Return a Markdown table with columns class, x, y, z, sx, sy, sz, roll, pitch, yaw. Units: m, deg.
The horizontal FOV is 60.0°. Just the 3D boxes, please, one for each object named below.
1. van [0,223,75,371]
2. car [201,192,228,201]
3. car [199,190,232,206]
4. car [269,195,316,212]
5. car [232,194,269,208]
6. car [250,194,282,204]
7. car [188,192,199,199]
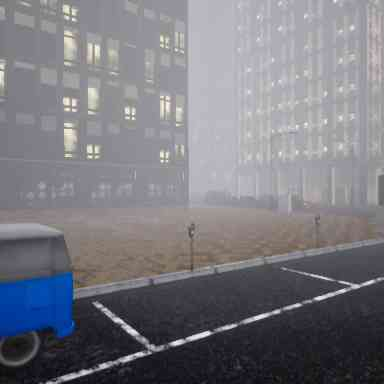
| class | x | y | z | sx | sy | sz | roll | pitch | yaw |
| --- | --- | --- | --- | --- | --- | --- | --- | --- | --- |
| van | -3.519 | 1.340 | 4.050 | 3.998 | 1.788 | 1.690 | 0 | 0 | -36 |
| car | 3.771 | 0.709 | 55.920 | 1.752 | 1.417 | 4.829 | 1 | 0 | -36 |
| car | 3.597 | 0.730 | 41.783 | 2.192 | 1.841 | 5.009 | 1 | 0 | -36 |
| car | 10.088 | 1.070 | 32.723 | 1.967 | 1.590 | 4.097 | 1 | 0 | -36 |
| car | 6.837 | 1.104 | 37.254 | 1.802 | 1.307 | 4.206 | 1 | 0 | -36 |
| car | 10.365 | 0.984 | 46.716 | 1.802 | 1.307 | 4.206 | 1 | 0 | -36 |
| car | 0.620 | 0.646 | 60.314 | 1.947 | 1.339 | 4.313 | 1 | 0 | -36 |
